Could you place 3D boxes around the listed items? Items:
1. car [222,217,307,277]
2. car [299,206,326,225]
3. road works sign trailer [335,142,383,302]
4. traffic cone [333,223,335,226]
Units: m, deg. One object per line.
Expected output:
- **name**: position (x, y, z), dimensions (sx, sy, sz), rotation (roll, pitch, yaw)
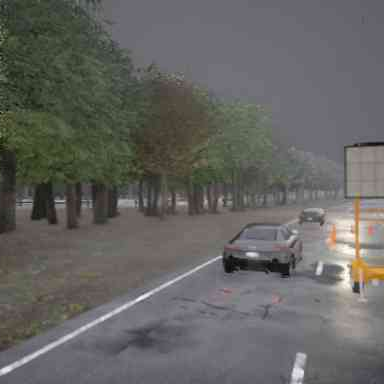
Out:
- **car**: position (2.448, 1.711, 10.925), dimensions (1.994, 1.385, 4.181), rotation (-1, -1, 23)
- **car**: position (10.008, 1.917, 27.507), dimensions (1.812, 1.442, 4.674), rotation (-1, -1, 25)
- **road works sign trailer**: position (5.011, 0.561, 8.145), dimensions (2.380, 3.560, 2.880), rotation (0, -1, 18)
- **traffic cone**: position (8.019, 2.215, 18.881), dimensions (0.340, 0.580, 0.340), rotation (-1, -1, 24)
